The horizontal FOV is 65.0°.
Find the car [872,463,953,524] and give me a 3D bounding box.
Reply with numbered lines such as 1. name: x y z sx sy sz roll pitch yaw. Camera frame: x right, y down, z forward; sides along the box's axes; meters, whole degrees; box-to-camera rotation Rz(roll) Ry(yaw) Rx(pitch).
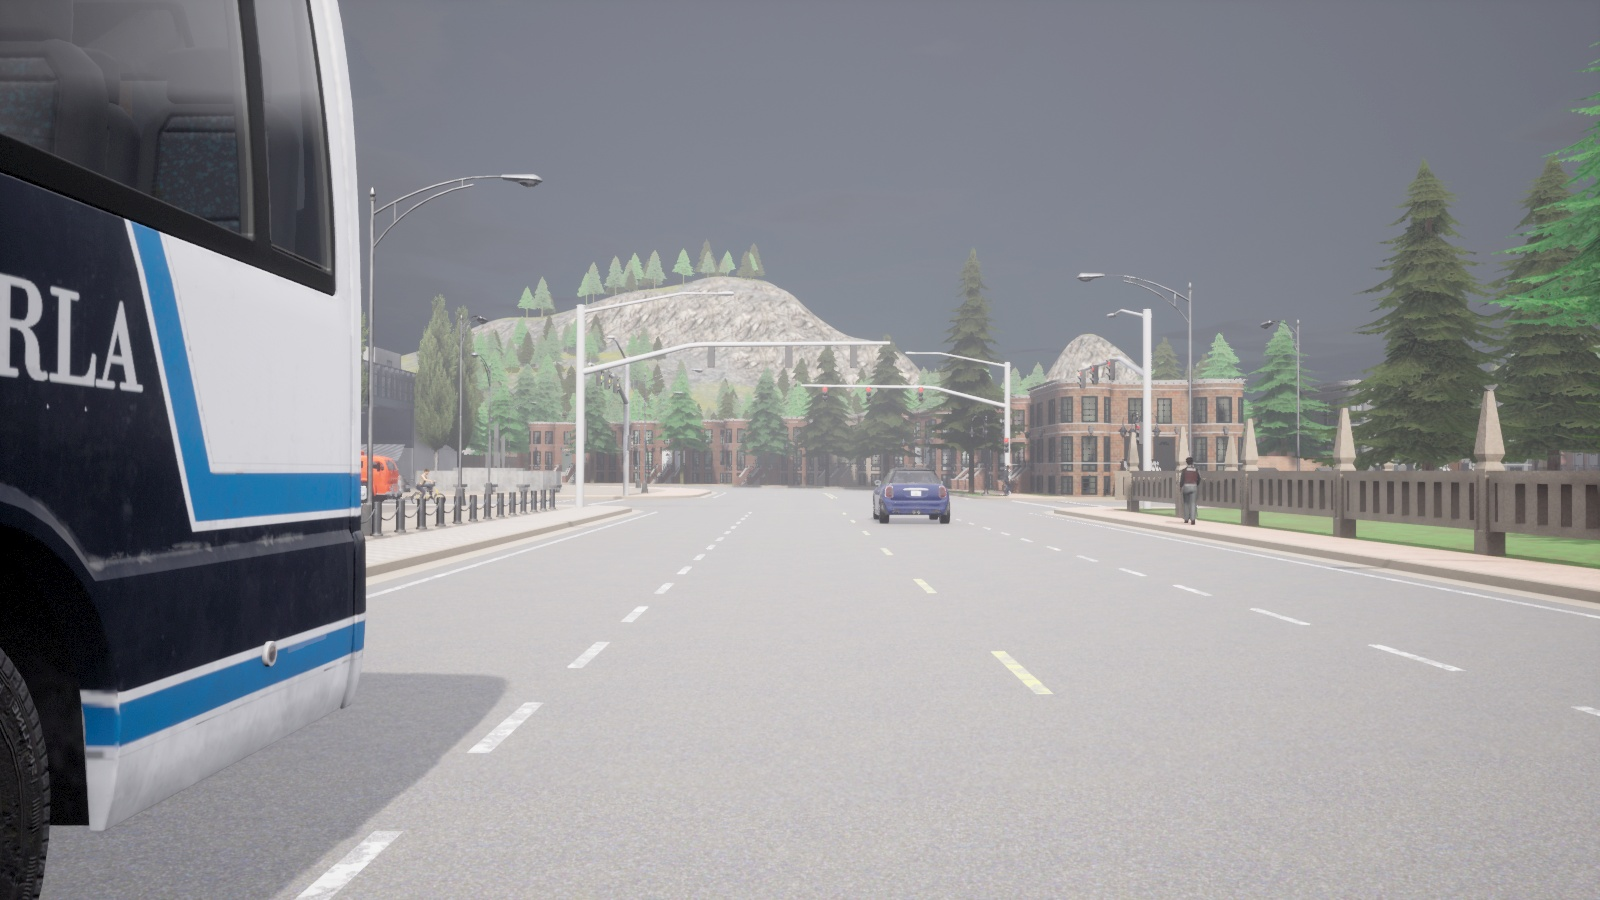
1. car: 3.417 1.313 39.050 2.097 1.767 4.553 0 -1 0

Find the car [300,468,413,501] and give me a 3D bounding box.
1. car: -22.781 1.767 64.633 5.027 1.651 2.152 0 -1 0

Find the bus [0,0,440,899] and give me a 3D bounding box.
1. bus: -3.506 -0.544 0.234 3.944 4.253 10.273 0 -1 0

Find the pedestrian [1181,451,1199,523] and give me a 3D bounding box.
1. pedestrian: 10.551 1.000 33.978 0.402 1.930 0.666 0 -1 13

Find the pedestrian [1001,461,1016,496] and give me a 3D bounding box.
1. pedestrian: 11.742 1.611 70.764 0.788 1.949 0.423 0 -1 2

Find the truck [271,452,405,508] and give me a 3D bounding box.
1. truck: -21.139 1.378 57.643 5.204 2.467 2.627 0 -1 0
